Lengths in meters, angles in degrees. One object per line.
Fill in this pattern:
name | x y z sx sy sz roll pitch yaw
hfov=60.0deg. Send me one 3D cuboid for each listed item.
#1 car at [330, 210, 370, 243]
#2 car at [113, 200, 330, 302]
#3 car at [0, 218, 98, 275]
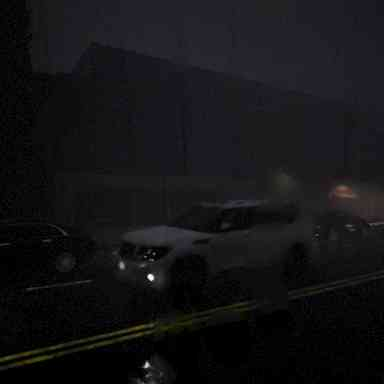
car | 6.911 1.617 16.563 4.181 1.385 1.994 0 0 -32
car | 0.832 1.240 8.626 5.566 2.045 2.150 0 0 -32
car | -5.078 1.506 9.020 4.892 1.490 1.837 0 0 -32
